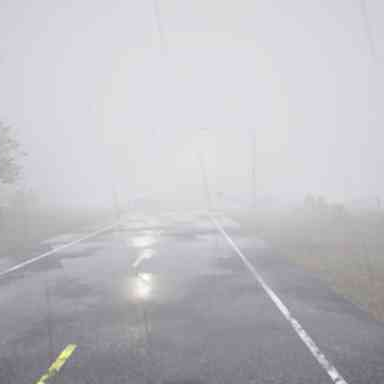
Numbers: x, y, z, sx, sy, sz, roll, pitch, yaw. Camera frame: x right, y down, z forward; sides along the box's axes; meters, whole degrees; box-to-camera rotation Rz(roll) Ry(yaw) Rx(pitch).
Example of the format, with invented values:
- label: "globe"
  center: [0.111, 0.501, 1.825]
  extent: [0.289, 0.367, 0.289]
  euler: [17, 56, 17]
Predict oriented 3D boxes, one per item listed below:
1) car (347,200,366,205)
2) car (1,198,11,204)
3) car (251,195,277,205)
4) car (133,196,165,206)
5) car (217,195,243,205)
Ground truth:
- label: "car"
  center: [30.685, 1.569, 60.352]
  extent: [5.008, 1.535, 1.882]
  euler: [0, 0, -2]
- label: "car"
  center: [-31.205, 1.412, 58.623]
  extent: [4.181, 1.385, 1.994]
  euler: [0, 0, -2]
- label: "car"
  center: [12.915, 1.361, 59.836]
  extent: [4.553, 1.767, 2.097]
  euler: [0, 0, -2]
- label: "car"
  center: [-6.770, 1.487, 52.326]
  extent: [4.892, 1.490, 1.837]
  euler: [0, 0, -1]
- label: "car"
  center: [6.799, 1.362, 59.660]
  extent: [4.553, 1.767, 2.097]
  euler: [0, 0, -2]
